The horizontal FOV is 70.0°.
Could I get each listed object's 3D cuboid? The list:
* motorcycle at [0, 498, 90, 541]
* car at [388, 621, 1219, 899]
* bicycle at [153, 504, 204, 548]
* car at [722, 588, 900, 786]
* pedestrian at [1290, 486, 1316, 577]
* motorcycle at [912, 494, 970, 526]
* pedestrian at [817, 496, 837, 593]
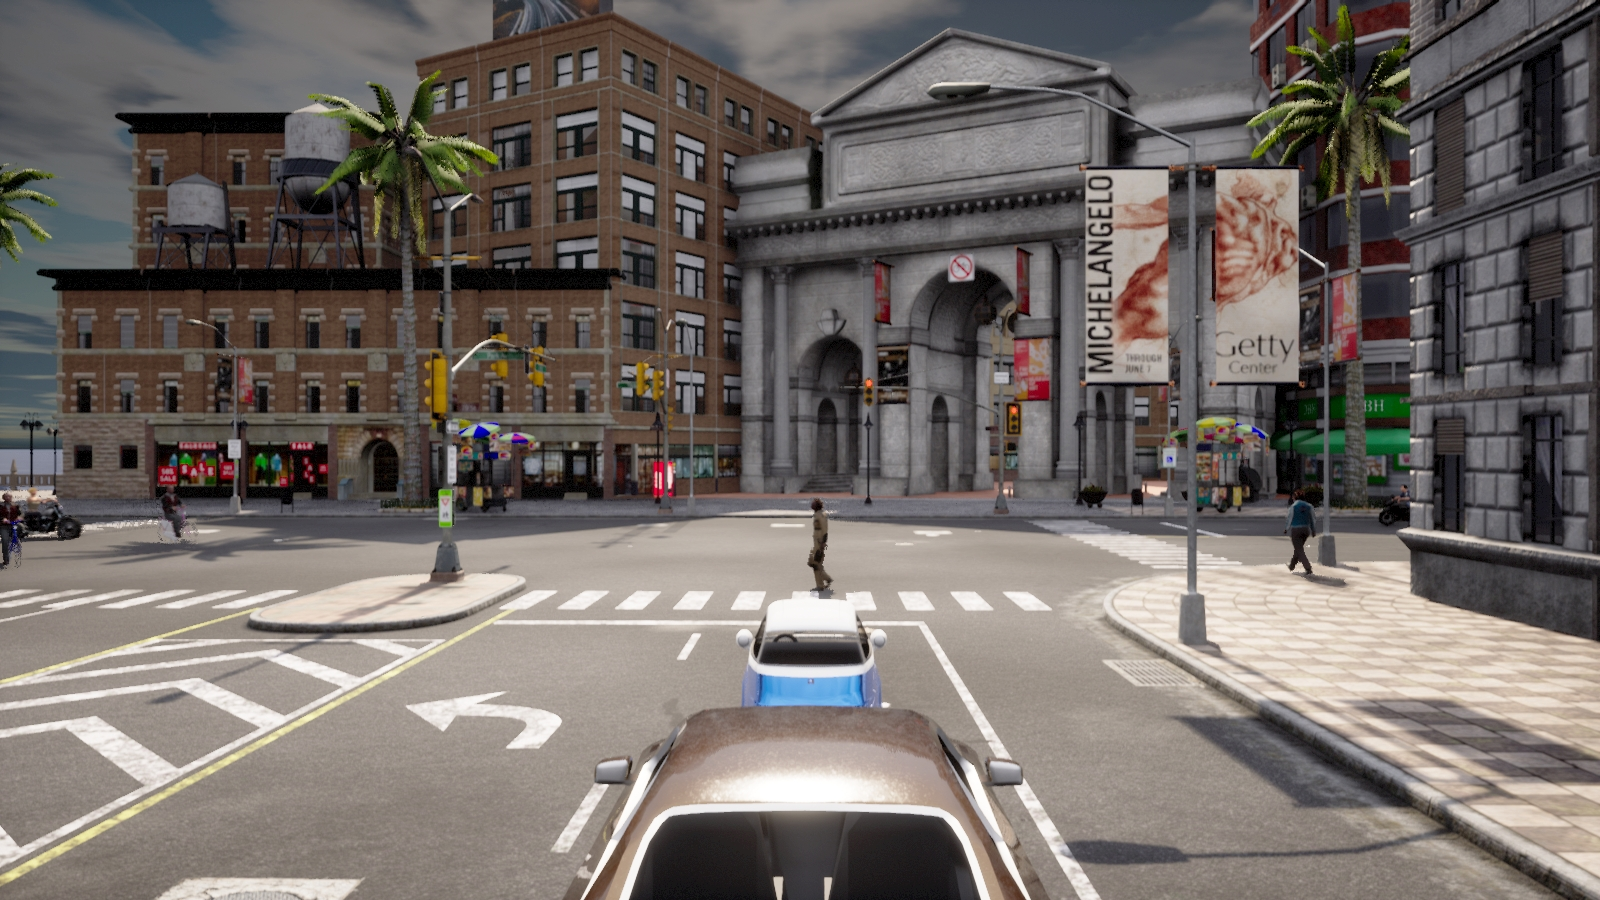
[{"bbox_3d":[-23.532,2.152,35.575,2.356,1.277,0.764,0,0,1],"label":"motorcycle"},{"bbox_3d":[0.037,1.988,5.222,2.152,1.651,5.027,0,0,1],"label":"car"},{"bbox_3d":[-18.008,2.193,33.090,1.835,1.171,0.329,0,2,30],"label":"bicycle"},{"bbox_3d":[0.106,2.114,10.657,1.481,1.376,2.207,0,0,1],"label":"car"},{"bbox_3d":[10.458,1.683,23.771,0.375,1.860,0.375,0,0,-3],"label":"pedestrian"},{"bbox_3d":[5.152,2.191,41.779,2.033,1.145,0.803,0,0,1],"label":"motorcycle"},{"bbox_3d":[0.521,1.837,22.337,0.375,1.860,0.375,0,0,-1],"label":"pedestrian"}]
